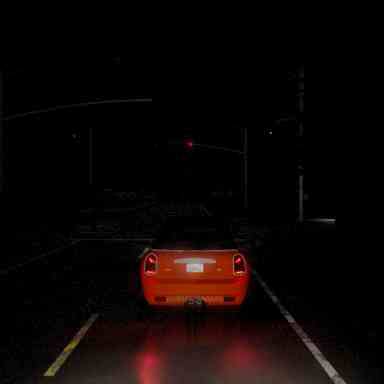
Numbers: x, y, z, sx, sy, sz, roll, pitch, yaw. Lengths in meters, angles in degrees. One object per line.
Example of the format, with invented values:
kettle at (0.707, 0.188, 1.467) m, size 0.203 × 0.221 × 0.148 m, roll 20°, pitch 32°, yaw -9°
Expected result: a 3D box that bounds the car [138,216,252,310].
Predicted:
car at (0.059, 1.355, 7.966) m, size 2.097 × 1.767 × 4.553 m, roll 0°, pitch 0°, yaw 0°
